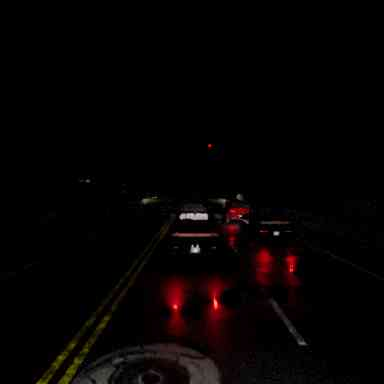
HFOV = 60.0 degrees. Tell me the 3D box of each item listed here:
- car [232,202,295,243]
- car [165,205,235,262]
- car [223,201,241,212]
[{"bbox_3d":[3.352,1.427,15.620,2.128,1.511,4.902,0,0,0],"label":"car"},{"bbox_3d":[0.100,1.442,11.917,2.128,1.511,4.902,0,0,0],"label":"car"},{"bbox_3d":[3.333,1.422,24.813,1.812,1.442,4.674,0,0,0],"label":"car"}]
